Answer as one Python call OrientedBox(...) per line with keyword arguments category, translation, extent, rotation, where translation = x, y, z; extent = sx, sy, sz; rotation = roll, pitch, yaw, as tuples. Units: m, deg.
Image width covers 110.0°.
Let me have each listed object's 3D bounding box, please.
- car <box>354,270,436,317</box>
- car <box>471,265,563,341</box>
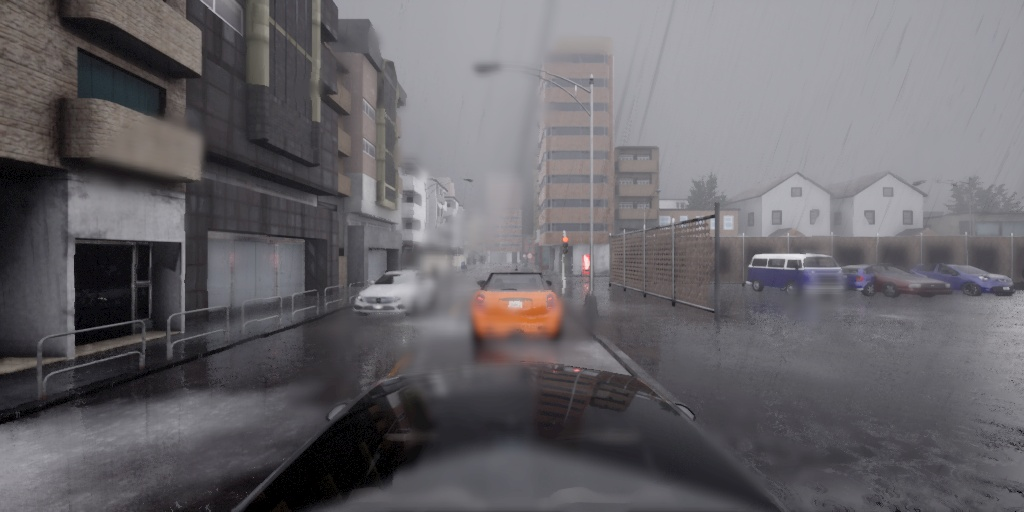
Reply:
OrientedBox(category="car", translation=(-4.054, 1.275, 13.222), extent=(1.812, 1.442, 4.674), rotation=(0, 0, 0))
OrientedBox(category="car", translation=(0.102, 1.102, 10.009), extent=(2.097, 1.767, 4.553), rotation=(0, 0, 0))
